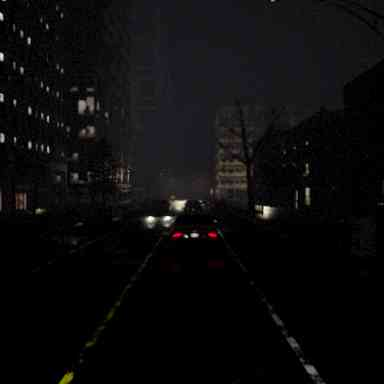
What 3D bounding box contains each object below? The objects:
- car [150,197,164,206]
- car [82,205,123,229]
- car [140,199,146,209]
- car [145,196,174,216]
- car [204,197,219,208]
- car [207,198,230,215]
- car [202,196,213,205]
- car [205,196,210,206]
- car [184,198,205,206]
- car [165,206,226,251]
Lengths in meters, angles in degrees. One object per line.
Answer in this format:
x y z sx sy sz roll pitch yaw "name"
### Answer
-5.814 1.531 55.412 1.887 1.381 4.507 -1 0 0 "car"
-5.695 1.538 21.548 1.887 1.381 4.507 -1 0 0 "car"
-5.791 1.539 44.123 2.008 1.369 4.403 -1 0 0 "car"
-3.088 1.468 32.736 1.882 1.535 5.008 0 0 0 "car"
2.823 1.537 49.708 2.008 1.369 4.403 -1 0 0 "car"
2.723 1.572 32.775 1.802 1.307 4.206 -1 0 0 "car"
2.826 1.510 61.166 1.752 1.417 4.829 -1 0 0 "car"
2.758 1.534 38.419 1.887 1.381 4.507 -1 0 0 "car"
0.109 1.515 34.615 1.812 1.442 4.674 0 0 0 "car"
0.100 1.543 13.961 2.033 1.411 5.357 0 0 0 "car"
